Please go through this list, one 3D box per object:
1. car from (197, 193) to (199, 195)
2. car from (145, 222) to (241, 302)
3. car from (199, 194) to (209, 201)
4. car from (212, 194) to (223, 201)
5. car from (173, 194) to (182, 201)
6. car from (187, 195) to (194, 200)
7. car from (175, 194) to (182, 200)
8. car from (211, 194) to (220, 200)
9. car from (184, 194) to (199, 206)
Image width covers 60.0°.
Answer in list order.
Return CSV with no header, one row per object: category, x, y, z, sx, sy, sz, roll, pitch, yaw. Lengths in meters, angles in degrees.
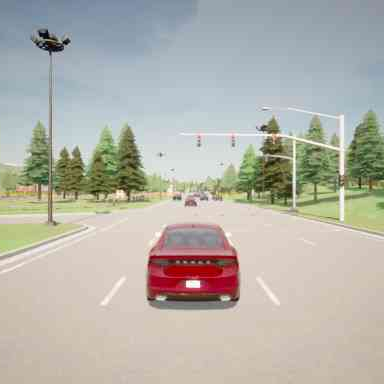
car,3.142,1.358,94.013,2.128,1.511,4.902,0,0,0
car,0.031,1.478,8.365,1.882,1.535,5.008,0,0,0
car,3.180,1.517,84.010,1.812,1.442,4.674,0,0,0
car,6.682,1.517,83.607,2.128,1.511,4.902,0,0,0
car,-3.818,1.469,83.566,1.882,1.535,5.008,0,0,0
car,-0.358,1.428,94.030,1.895,1.301,4.718,0,0,0
car,-3.858,1.310,93.986,1.882,1.535,5.008,0,0,0
car,6.642,1.372,94.026,2.033,1.411,5.357,0,0,0
car,-0.201,1.526,52.967,1.812,1.442,4.674,0,0,0
